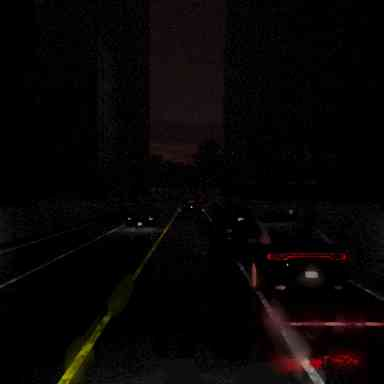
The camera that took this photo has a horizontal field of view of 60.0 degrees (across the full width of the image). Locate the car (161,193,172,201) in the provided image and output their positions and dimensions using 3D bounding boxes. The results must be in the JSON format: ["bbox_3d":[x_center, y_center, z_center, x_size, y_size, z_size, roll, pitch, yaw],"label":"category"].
[{"bbox_3d":[-5.927,1.455,73.480,1.802,1.307,4.206,-1,0,0],"label":"car"}]

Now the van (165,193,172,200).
[{"bbox_3d":[-5.954,1.172,84.840,1.690,1.788,3.998,-1,0,0],"label":"van"}]

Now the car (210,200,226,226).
[{"bbox_3d":[2.698,1.549,25.715,1.947,1.339,4.313,-1,0,0],"label":"car"}]

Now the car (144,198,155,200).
[{"bbox_3d":[-5.860,1.511,41.131,2.008,1.369,4.403,-1,0,0],"label":"car"}]

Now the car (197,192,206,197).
[{"bbox_3d":[2.597,1.398,73.676,1.752,1.417,4.829,-1,0,0],"label":"car"}]

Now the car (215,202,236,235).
[{"bbox_3d":[2.709,1.555,20.512,1.947,1.339,4.313,-1,0,0],"label":"car"}]

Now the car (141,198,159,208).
[{"bbox_3d":[-5.871,1.514,46.510,1.947,1.339,4.313,-1,0,0],"label":"car"}]

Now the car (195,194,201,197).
[{"bbox_3d":[-0.054,1.453,46.435,1.837,1.490,4.892,0,0,1],"label":"car"}]

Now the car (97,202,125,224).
[{"bbox_3d":[-5.826,1.529,24.998,1.887,1.381,4.507,-1,0,0],"label":"car"}]

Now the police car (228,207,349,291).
[{"bbox_3d":[2.347,1.421,9.129,1.930,1.638,5.238,0,0,0],"label":"police car"}]

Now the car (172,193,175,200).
[{"bbox_3d":[-5.942,1.168,79.159,2.192,1.841,5.009,-1,0,0],"label":"car"}]

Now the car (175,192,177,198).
[{"bbox_3d":[-5.966,1.123,90.519,2.192,1.841,5.009,-1,0,0],"label":"car"}]

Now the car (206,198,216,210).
[{"bbox_3d":[2.687,1.528,30.917,2.008,1.369,4.403,-1,0,0],"label":"car"}]

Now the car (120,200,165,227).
[{"bbox_3d":[-3.149,1.534,22.687,2.033,1.411,5.357,0,0,0],"label":"car"}]

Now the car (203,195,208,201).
[{"bbox_3d":[2.665,1.485,41.493,1.752,1.417,4.829,-1,0,0],"label":"car"}]

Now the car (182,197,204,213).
[{"bbox_3d":[-0.015,1.532,36.501,1.994,1.385,4.181,0,0,1],"label":"car"}]
